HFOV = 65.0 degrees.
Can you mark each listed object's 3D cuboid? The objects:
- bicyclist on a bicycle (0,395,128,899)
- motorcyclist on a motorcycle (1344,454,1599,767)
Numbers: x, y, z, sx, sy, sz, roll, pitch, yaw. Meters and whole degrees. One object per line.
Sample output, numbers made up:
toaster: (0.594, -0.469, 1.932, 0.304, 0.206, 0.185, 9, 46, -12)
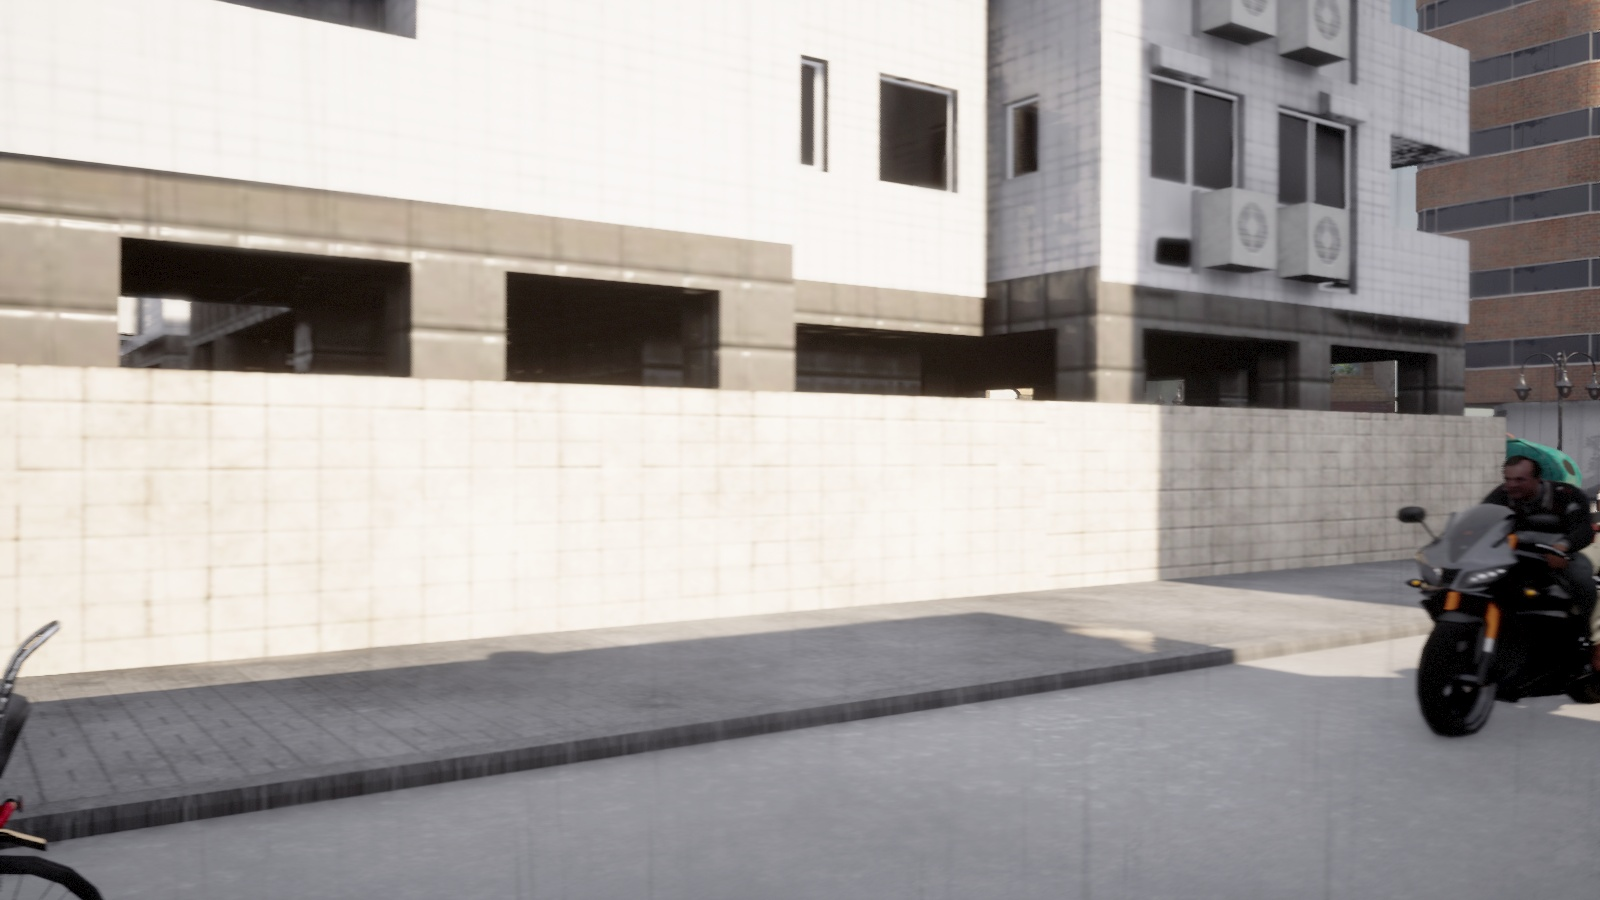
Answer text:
bicyclist on a bicycle: (-2.334, 0.693, 2.654, 1.509, 1.612, 0.866, 0, 0, -36)
motorcyclist on a motorcycle: (4.123, 0.790, 7.137, 2.191, 1.530, 0.866, 0, 0, -35)
